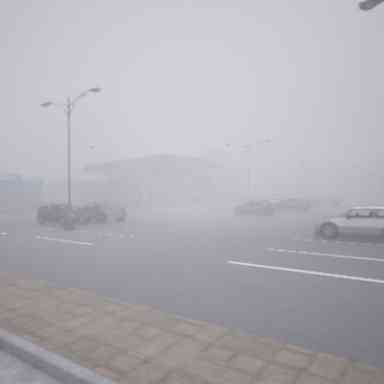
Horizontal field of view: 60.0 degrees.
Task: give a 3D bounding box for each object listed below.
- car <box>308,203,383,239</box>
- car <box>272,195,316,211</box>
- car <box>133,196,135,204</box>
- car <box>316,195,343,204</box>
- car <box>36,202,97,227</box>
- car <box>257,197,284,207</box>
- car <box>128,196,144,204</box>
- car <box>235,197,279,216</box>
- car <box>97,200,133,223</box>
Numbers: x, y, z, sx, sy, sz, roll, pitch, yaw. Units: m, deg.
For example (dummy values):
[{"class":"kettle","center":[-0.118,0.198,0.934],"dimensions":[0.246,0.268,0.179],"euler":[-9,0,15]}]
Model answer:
[{"class":"car","center":[7.608,1.411,15.037],"dimensions":[3.806,1.475,1.970],"euler":[-1,0,36]},{"class":"car","center":[11.704,1.444,39.255],"dimensions":[4.514,1.523,2.007],"euler":[-1,0,36]},{"class":"car","center":[-11.964,2.079,76.654],"dimensions":[2.242,1.667,4.611],"euler":[-1,0,36]},{"class":"car","center":[19.613,1.234,48.905],"dimensions":[4.605,1.855,1.932],"euler":[-1,0,36]},{"class":"car","center":[-9.196,1.573,23.581],"dimensions":[4.514,1.523,2.007],"euler":[-1,0,36]},{"class":"car","center":[12.740,1.591,53.865],"dimensions":[3.806,1.475,1.970],"euler":[-1,0,36]},{"class":"car","center":[-13.987,1.974,83.495],"dimensions":[1.905,1.878,3.866],"euler":[-1,0,36]},{"class":"car","center":[5.786,1.467,31.203],"dimensions":[3.633,1.501,1.845],"euler":[-1,0,36]},{"class":"car","center":[-7.391,1.564,26.147],"dimensions":[5.027,1.636,2.152],"euler":[-1,0,36]}]
